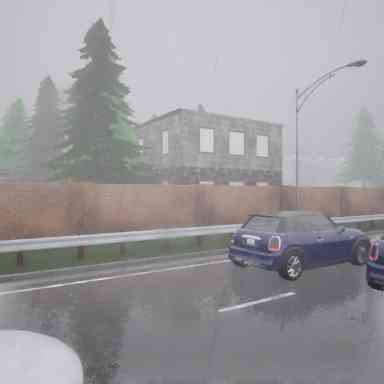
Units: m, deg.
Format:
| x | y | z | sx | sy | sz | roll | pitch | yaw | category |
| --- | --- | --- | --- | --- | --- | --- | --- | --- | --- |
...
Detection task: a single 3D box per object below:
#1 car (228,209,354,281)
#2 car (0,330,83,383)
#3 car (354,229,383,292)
| x | y | z | sx | sy | sz | roll | pitch | yaw | category |
| --- | --- | --- | --- | --- | --- | --- | --- | --- | --- |
| 3.357 | 1.352 | 10.073 | 4.553 | 1.767 | 2.097 | 0 | 0 | -33 | car |
| -2.979 | 1.526 | 1.775 | 4.674 | 1.442 | 1.812 | 0 | 0 | -33 | car |
| 6.104 | 1.353 | 7.686 | 4.553 | 1.767 | 2.097 | 0 | 0 | -33 | car |
